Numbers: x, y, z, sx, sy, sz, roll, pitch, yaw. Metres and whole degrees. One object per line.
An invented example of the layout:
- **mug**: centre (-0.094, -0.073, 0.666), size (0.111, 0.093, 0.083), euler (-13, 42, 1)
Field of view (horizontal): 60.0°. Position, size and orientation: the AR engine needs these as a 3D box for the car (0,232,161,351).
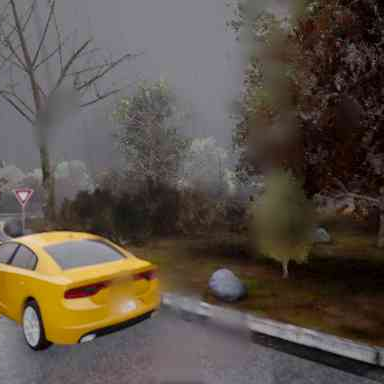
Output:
- **car**: centre (-2.759, 1.523, 6.432), size (5.008, 1.535, 1.882), euler (-1, 0, 42)
